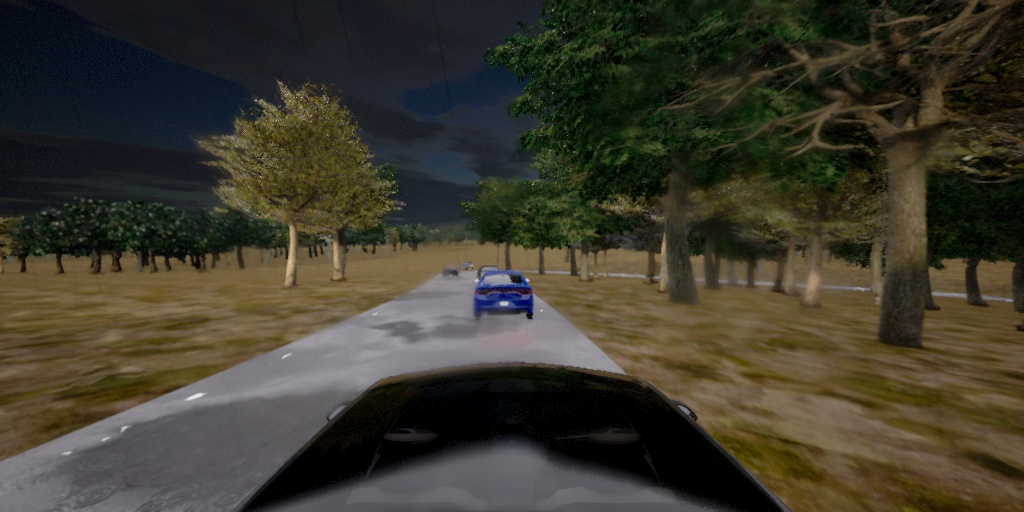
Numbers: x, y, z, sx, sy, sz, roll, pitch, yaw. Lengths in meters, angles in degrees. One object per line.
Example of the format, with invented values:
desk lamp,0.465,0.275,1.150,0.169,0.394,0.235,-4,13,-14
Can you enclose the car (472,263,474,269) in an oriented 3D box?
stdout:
car,-1.895,1.477,28.750,2.033,1.411,5.357,0,-1,-8

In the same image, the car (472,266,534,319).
car,-0.353,1.262,13.001,1.882,1.535,5.008,0,0,-3

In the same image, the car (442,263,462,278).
car,-6.791,1.764,39.893,1.895,1.301,4.718,0,-1,-9
